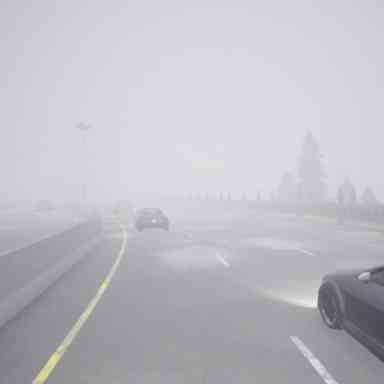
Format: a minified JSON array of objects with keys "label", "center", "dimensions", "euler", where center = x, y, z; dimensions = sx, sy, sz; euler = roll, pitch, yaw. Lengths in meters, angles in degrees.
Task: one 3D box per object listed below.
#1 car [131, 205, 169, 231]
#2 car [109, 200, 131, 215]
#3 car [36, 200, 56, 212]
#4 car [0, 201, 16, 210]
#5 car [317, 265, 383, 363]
[{"label":"car","center":[-2.752,1.726,21.955],"dimensions":[1.994,1.385,4.181],"euler":[0,0,-13]},{"label":"car","center":[-8.268,1.680,38.470],"dimensions":[2.097,1.767,4.553],"euler":[0,-1,-23]},{"label":"car","center":[-20.631,1.851,46.837],"dimensions":[2.097,1.767,4.553],"euler":[0,-1,-31]},{"label":"car","center":[-30.634,2.239,55.105],"dimensions":[1.994,1.385,4.181],"euler":[0,-1,-38]},{"label":"car","center":[3.312,1.577,4.355],"dimensions":[1.994,1.385,4.181],"euler":[0,0,-3]}]
